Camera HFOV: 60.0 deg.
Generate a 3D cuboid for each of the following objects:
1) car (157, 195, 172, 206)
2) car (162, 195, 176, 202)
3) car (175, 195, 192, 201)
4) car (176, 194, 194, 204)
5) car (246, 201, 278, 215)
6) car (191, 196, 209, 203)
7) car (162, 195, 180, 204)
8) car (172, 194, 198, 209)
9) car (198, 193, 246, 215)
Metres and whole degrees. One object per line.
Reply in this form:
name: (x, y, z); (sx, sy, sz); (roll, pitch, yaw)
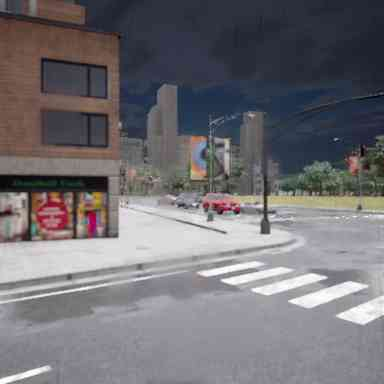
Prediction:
car: (-4.144, 1.434, 52.678); (1.837, 1.490, 4.892); (0, 0, -21)
car: (-5.018, 1.320, 73.521); (1.812, 1.442, 4.674); (0, 0, -21)
car: (-1.980, 1.329, 74.675); (2.033, 1.411, 5.357); (0, 0, -21)
car: (-1.454, 1.255, 64.136); (2.097, 1.767, 4.553); (0, 0, -21)
car: (6.622, 1.553, 33.508); (1.895, 1.301, 4.718); (0, 0, -22)
car: (1.574, 1.461, 65.318); (1.994, 1.385, 4.181); (0, 0, -21)
car: (-3.954, 1.390, 61.497); (1.882, 1.535, 5.008); (0, 0, -20)
car: (-0.530, 1.434, 43.126); (2.128, 1.511, 4.902); (0, 0, -21)
car: (2.942, 1.178, 33.989); (2.150, 2.045, 5.566); (0, 0, -21)
